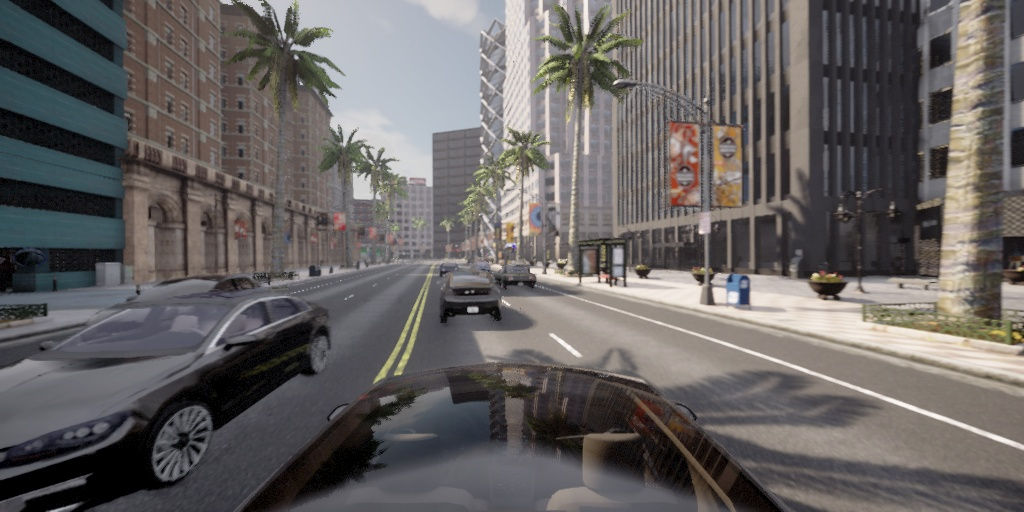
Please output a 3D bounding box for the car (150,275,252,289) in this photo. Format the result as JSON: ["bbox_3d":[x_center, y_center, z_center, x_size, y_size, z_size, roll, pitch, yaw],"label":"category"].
[{"bbox_3d":[-8.160,1.288,9.374,1.837,1.490,4.892,0,0,-11],"label":"car"}]

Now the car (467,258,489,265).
[{"bbox_3d":[-3.483,1.208,39.555,2.033,1.411,5.357,0,0,-12],"label":"car"}]

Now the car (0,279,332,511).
[{"bbox_3d":[-3.986,1.260,4.577,2.128,1.511,4.902,0,0,-6],"label":"car"}]

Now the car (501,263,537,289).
[{"bbox_3d":[0.063,1.288,22.454,1.895,1.301,4.718,0,0,-12],"label":"car"}]

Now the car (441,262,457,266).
[{"bbox_3d":[-6.272,1.292,35.779,1.895,1.301,4.718,0,0,-12],"label":"car"}]

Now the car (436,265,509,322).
[{"bbox_3d":[-1.503,1.233,12.270,1.837,1.490,4.892,0,0,-10],"label":"car"}]
